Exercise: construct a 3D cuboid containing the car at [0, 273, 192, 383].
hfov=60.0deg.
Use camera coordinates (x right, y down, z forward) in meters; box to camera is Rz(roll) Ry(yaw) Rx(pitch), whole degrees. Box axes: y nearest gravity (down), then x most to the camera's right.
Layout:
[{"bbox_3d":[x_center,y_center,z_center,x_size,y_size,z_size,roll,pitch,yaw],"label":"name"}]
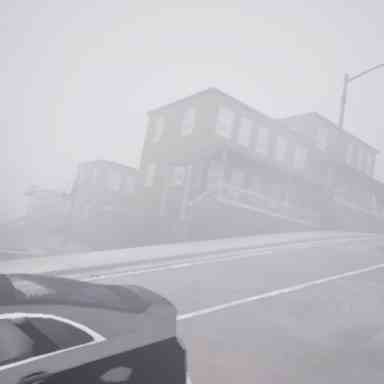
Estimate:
[{"bbox_3d":[-2.303,1.485,2.348,4.902,1.511,2.128,0,0,-35],"label":"car"}]
